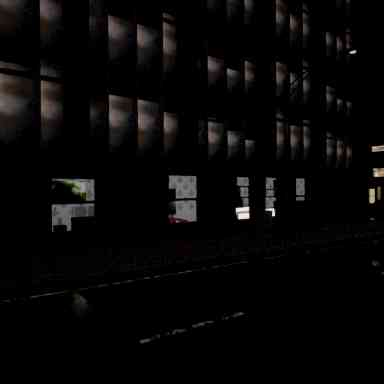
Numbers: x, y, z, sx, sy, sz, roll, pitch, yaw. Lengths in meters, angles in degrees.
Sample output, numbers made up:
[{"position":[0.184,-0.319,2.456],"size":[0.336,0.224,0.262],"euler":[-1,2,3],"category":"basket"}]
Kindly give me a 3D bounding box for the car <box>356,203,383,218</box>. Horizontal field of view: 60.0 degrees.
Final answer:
[{"position":[17.017,1.816,33.517],"size":[2.033,1.411,5.357],"euler":[-1,0,-36],"category":"car"}]
